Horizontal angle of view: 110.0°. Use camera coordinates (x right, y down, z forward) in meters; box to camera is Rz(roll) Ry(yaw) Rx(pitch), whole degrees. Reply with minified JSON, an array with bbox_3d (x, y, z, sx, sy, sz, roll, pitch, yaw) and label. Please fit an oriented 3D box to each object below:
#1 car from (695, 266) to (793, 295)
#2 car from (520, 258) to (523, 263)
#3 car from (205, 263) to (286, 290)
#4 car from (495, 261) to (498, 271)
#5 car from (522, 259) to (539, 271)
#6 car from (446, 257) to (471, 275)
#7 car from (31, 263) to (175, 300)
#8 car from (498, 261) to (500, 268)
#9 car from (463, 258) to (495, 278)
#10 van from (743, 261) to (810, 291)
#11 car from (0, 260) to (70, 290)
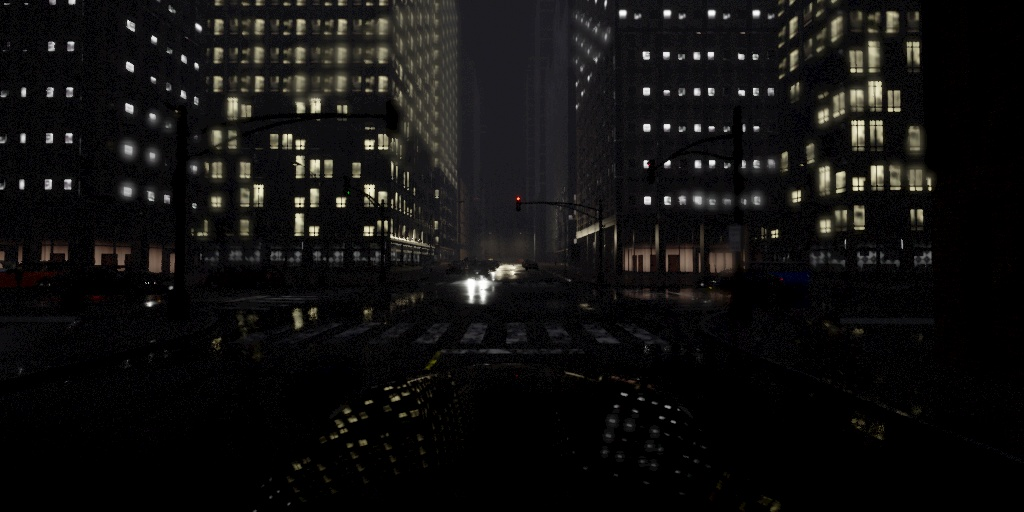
[{"bbox_3d":[12.332,1.374,19.522,4.181,1.385,1.994,0,-1,-2],"label":"car"},{"bbox_3d":[2.695,1.296,60.204,1.751,1.417,4.829,0,0,0],"label":"car"},{"bbox_3d":[-16.491,1.254,22.231,4.097,1.591,1.967,0,0,0],"label":"car"},{"bbox_3d":[-3.094,1.291,46.430,1.812,1.442,4.674,0,0,0],"label":"car"},{"bbox_3d":[2.693,1.349,48.878,1.802,1.307,4.207,0,0,0],"label":"car"},{"bbox_3d":[-5.688,1.202,37.667,1.967,1.591,4.097,0,0,0],"label":"car"},{"bbox_3d":[-18.086,1.190,16.459,4.902,1.511,2.128,0,-1,0],"label":"car"},{"bbox_3d":[-3.070,1.332,59.456,1.994,1.385,4.181,0,0,0],"label":"car"},{"bbox_3d":[-3.096,1.253,34.366,2.128,1.511,4.902,0,0,0],"label":"car"},{"bbox_3d":[15.983,1.210,22.155,3.998,1.789,1.690,0,0,0],"label":"van"},{"bbox_3d":[-25.827,1.102,19.667,4.553,1.767,2.097,0,-1,0],"label":"car"}]
